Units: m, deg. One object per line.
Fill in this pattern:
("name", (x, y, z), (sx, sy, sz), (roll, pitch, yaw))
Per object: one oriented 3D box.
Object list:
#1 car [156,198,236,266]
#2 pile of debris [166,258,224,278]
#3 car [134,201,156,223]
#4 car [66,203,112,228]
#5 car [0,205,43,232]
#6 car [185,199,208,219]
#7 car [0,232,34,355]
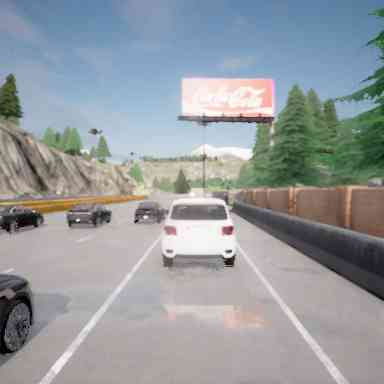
("car", (0.219, 1.211, 11.607), (2.150, 2.045, 5.566), (0, 0, 1))
("pile of debris", (0.090, 2.167, 9.576), (1.500, 0.140, 1.860), (0, 0, 1))
("car", (-3.135, 1.474, 25.236), (1.837, 1.490, 4.892), (0, 0, 1))
("car", (-6.669, 1.454, 21.996), (2.128, 1.511, 4.902), (0, 0, 1))
("car", (-10.202, 1.448, 18.818), (2.128, 1.511, 4.902), (0, 0, 1))
("car", (0.421, 1.451, 29.809), (1.882, 1.535, 5.008), (0, 0, 1))
("car", (-3.331, 1.480, 3.176), (2.128, 1.511, 4.902), (0, 0, 0))
